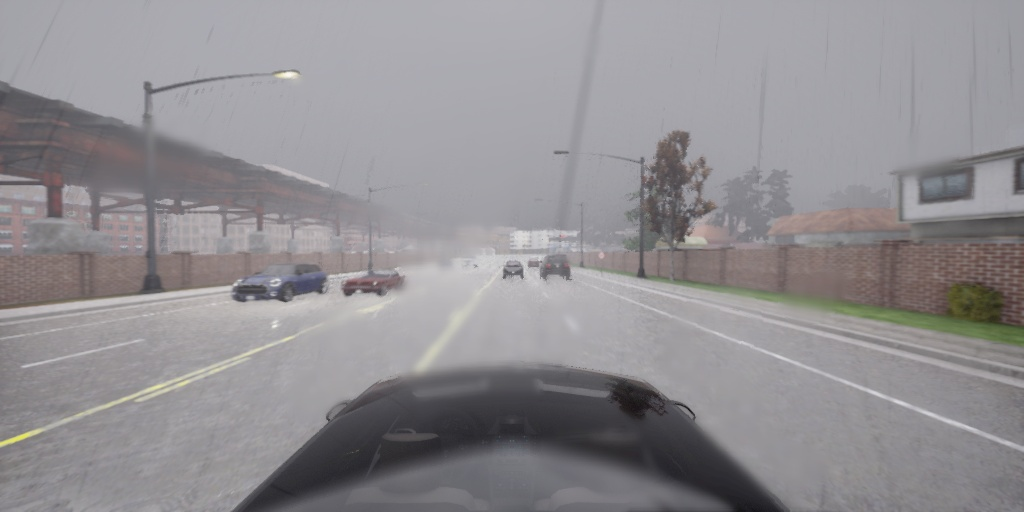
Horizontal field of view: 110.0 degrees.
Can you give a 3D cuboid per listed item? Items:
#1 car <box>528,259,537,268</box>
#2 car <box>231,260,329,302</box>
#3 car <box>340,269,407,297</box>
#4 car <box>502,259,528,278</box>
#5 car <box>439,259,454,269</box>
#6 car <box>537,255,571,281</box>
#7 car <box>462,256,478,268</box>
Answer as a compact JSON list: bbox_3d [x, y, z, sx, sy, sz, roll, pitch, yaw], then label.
[{"bbox_3d":[3.632,1.201,60.957,1.882,1.535,5.008,0,0,0],"label":"car"},{"bbox_3d":[-10.584,1.096,16.757,2.097,1.767,4.553,0,0,0],"label":"car"},{"bbox_3d":[-7.086,1.344,18.814,1.895,1.301,4.718,0,0,0],"label":"car"},{"bbox_3d":[0.118,1.227,33.669,2.128,1.511,4.902,0,0,0],"label":"car"},{"bbox_3d":[-10.504,1.255,57.940,1.812,1.442,4.674,0,0,1],"label":"car"},{"bbox_3d":[3.615,0.956,30.262,2.150,2.045,5.566,0,0,0],"label":"car"},{"bbox_3d":[-6.988,0.987,60.595,2.150,2.045,5.566,0,0,1],"label":"car"}]
